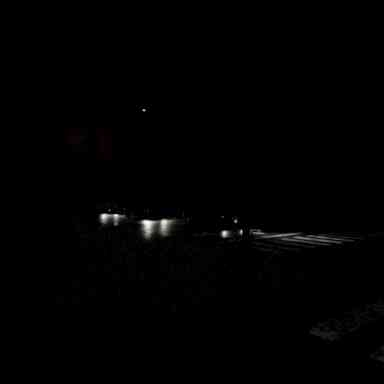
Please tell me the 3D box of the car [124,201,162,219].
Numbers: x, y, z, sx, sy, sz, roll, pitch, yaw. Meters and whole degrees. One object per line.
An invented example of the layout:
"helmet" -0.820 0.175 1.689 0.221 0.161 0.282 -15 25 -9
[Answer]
"car" -4.550 1.578 30.652 1.882 1.535 5.008 0 0 -35

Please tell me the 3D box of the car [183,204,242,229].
"car" 1.272 1.553 22.542 2.128 1.511 4.902 0 0 -36

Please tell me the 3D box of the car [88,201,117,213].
"car" -10.451 1.740 38.888 1.895 1.301 4.718 0 0 -36
